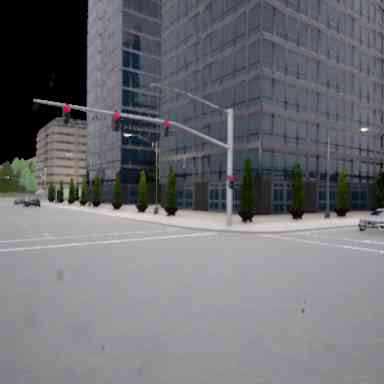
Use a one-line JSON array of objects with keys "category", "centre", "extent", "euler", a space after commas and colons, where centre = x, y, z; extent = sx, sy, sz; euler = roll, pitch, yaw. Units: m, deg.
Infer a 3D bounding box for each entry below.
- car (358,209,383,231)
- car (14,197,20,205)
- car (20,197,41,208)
[{"category": "car", "centre": [12.718, 1.813, 21.654], "extent": [4.674, 1.442, 1.812], "euler": [1, 0, -35]}, {"category": "car", "centre": [-30.212, 1.597, 58.883], "extent": [2.033, 1.411, 5.357], "euler": [1, 0, -33]}, {"category": "car", "centre": [-24.242, 1.559, 50.372], "extent": [1.837, 1.490, 4.892], "euler": [1, 0, -35]}]
